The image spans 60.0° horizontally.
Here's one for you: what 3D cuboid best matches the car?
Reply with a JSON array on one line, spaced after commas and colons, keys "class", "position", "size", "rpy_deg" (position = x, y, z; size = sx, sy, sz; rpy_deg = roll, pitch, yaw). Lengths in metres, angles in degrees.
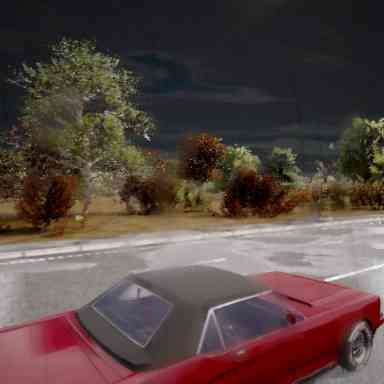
[{"class": "car", "position": [0.331, 1.601, 3.982], "size": [4.718, 1.301, 1.895], "rpy_deg": [0, 0, -35]}]
